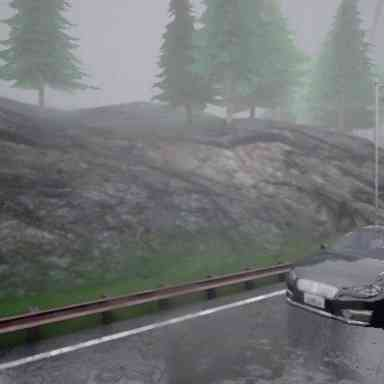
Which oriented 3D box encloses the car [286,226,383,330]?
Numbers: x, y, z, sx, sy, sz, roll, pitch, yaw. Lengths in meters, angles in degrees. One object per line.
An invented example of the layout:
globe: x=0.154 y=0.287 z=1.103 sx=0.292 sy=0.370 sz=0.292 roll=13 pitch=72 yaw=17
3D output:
car: x=3.980 y=1.485 z=6.796 sx=4.902 sy=1.511 sz=2.128 roll=0 pitch=0 yaw=-35
